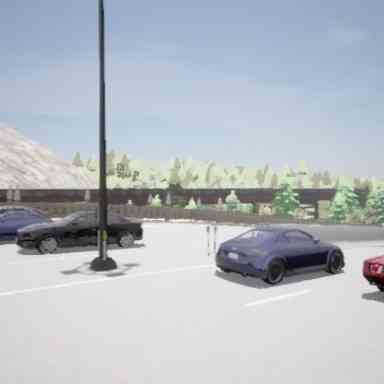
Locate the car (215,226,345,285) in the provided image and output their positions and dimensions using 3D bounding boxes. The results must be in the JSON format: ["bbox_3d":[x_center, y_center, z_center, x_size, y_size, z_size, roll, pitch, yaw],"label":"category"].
[{"bbox_3d":[2.735,1.737,9.991,4.181,1.385,1.994,3,-2,-35],"label":"car"}]

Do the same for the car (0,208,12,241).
[{"bbox_3d":[-8.297,1.586,15.267,4.181,1.385,1.994,1,-1,-35],"label":"car"}]

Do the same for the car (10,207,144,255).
[{"bbox_3d":[-4.422,1.541,13.730,5.008,1.535,1.882,2,-1,-35],"label":"car"}]

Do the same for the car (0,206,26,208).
[{"bbox_3d":[-10.259,1.527,18.167,4.892,1.490,1.837,1,-1,-35],"label":"car"}]

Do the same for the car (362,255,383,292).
[{"bbox_3d":[6.301,1.854,8.234,4.718,1.301,1.895,3,-2,-35],"label":"car"}]
